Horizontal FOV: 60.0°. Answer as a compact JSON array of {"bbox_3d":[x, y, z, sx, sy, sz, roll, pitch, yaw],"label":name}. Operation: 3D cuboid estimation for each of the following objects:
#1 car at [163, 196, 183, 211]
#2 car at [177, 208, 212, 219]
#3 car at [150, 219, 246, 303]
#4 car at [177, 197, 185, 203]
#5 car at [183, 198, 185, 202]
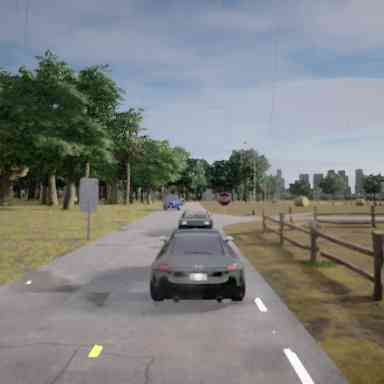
[{"bbox_3d":[-2.787,1.531,46.639,2.150,2.045,5.566,0,0,0],"label":"car"},{"bbox_3d":[0.294,1.710,20.132,1.895,1.301,4.718,0,0,3],"label":"car"},{"bbox_3d":[0.113,1.605,8.375,1.994,1.385,4.181,0,0,0],"label":"car"},{"bbox_3d":[-2.652,2.042,81.615,1.812,1.442,4.674,0,-1,0],"label":"car"},{"bbox_3d":[-2.681,2.089,66.152,2.033,1.411,5.357,0,-1,0],"label":"car"}]
